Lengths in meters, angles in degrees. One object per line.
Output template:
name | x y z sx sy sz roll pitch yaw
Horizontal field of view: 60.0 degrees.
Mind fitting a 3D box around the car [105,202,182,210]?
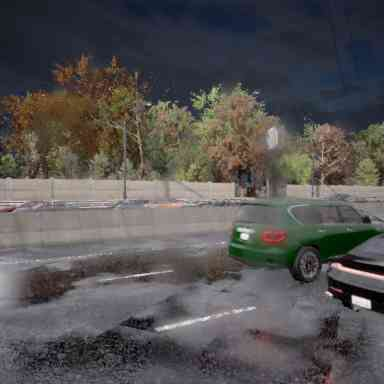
car | -3.055 1.600 22.338 4.718 1.301 1.895 0 0 -30

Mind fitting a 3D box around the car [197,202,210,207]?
car | 3.128 1.548 38.148 5.357 1.411 2.033 0 0 -30

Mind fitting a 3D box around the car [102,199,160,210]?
car | -5.098 1.525 25.181 4.674 1.442 1.812 0 0 -31

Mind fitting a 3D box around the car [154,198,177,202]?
car | -3.192 1.352 30.371 4.553 1.767 2.097 0 0 -30

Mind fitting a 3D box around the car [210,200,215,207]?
car | 4.991 1.548 35.177 5.357 1.411 2.033 0 0 -31

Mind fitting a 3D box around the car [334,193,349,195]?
car | 21.899 1.358 45.103 4.553 1.767 2.097 0 0 -30

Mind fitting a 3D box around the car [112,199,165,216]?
car | -5.301 1.505 33.188 4.892 1.490 1.837 0 0 -30

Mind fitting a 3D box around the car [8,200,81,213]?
car | -11.169 1.492 25.687 4.902 1.511 2.128 0 0 -30

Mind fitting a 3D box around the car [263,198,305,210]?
car | 12.001 1.549 43.350 5.357 1.411 2.033 0 0 -30

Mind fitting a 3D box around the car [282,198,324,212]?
car | 13.388 1.493 40.107 4.902 1.511 2.128 0 0 -30

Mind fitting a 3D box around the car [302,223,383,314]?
car | 4.700 1.490 6.363 4.902 1.511 2.128 0 0 -30

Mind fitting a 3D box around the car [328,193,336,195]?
car | 20.919 1.228 48.582 5.566 2.045 2.150 0 0 -30

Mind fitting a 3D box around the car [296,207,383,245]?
car | 7.781 1.547 16.274 5.357 1.411 2.033 0 0 -30

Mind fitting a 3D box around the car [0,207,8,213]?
car | -13.666 1.478 28.282 5.008 1.535 1.882 0 0 -30

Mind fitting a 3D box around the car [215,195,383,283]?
car | 3.644 1.221 9.798 5.566 2.045 2.150 0 0 -31
